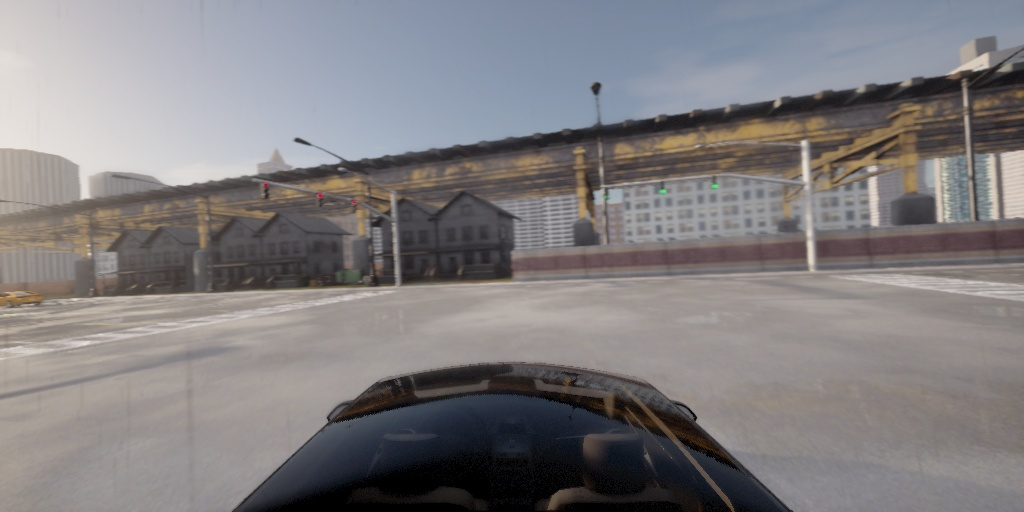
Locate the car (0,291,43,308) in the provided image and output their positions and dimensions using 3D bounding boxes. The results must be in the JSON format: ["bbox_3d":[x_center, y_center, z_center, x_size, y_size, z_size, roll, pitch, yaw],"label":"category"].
[{"bbox_3d":[-48.696,4.237,35.146,5.008,1.535,1.882,-3,0,14],"label":"car"}]
